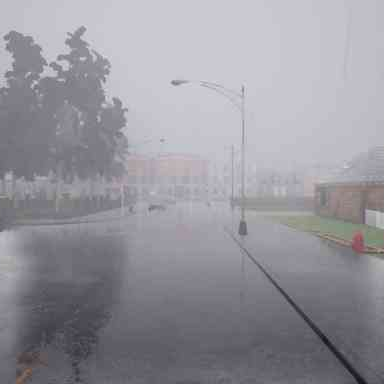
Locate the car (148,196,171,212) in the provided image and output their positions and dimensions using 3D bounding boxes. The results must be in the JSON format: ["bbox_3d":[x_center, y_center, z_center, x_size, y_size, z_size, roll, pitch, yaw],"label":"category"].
[{"bbox_3d":[-4.010,1.547,39.787,2.033,1.411,5.357,0,0,0],"label":"car"}]

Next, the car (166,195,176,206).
[{"bbox_3d":[-3.884,1.351,56.565,2.097,1.767,4.553,0,0,0],"label":"car"}]
